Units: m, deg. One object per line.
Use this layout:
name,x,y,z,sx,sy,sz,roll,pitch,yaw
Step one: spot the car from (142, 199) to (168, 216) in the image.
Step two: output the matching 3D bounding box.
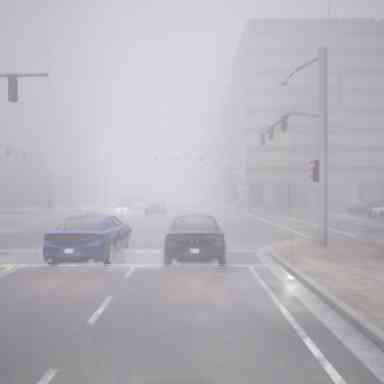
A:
car,-3.404,1.622,32.666,1.895,1.301,4.718,0,0,0

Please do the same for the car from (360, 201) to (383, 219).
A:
car,17.259,1.545,28.238,4.674,1.442,1.812,0,0,-1

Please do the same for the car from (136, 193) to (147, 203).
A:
car,-10.509,1.268,67.571,2.150,2.045,5.566,0,0,0

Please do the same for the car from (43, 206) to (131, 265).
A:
car,-3.410,1.485,11.702,1.882,1.535,5.008,0,0,0

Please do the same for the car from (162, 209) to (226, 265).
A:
car,0.090,1.485,11.717,1.882,1.535,5.008,0,0,0

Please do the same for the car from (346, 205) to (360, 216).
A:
car,17.175,1.547,31.756,4.674,1.442,1.812,0,0,-1

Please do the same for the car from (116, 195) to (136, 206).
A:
car,-10.576,1.526,51.971,2.128,1.511,4.902,0,0,0
